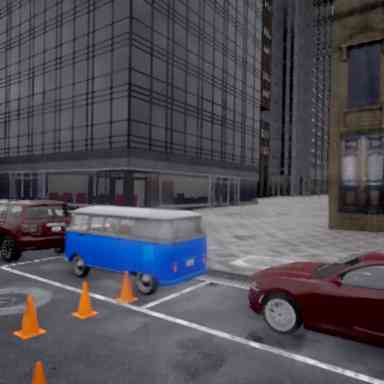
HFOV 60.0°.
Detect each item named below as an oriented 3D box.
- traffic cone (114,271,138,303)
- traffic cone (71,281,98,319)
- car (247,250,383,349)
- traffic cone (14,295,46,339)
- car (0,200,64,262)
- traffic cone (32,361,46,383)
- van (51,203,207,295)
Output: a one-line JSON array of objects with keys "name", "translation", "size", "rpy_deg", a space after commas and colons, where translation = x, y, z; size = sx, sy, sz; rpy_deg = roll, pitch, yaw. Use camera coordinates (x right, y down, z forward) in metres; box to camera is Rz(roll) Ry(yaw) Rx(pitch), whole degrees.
[{"name": "traffic cone", "translation": [-1.340, 1.907, 6.791], "size": [0.340, 0.580, 0.340], "rpy_deg": [1, 0, 36]}, {"name": "traffic cone", "translation": [-1.925, 1.903, 5.979], "size": [0.340, 0.580, 0.340], "rpy_deg": [1, 0, 36]}, {"name": "car", "translation": [3.037, 1.564, 5.028], "size": [4.507, 1.381, 1.887], "rpy_deg": [1, 1, 36]}, {"name": "traffic cone", "translation": [-2.510, 1.900, 5.168], "size": [0.340, 0.580, 0.340], "rpy_deg": [1, 0, 36]}, {"name": "car", "translation": [-6.125, 1.179, 11.629], "size": [5.009, 1.841, 2.192], "rpy_deg": [1, 1, 36]}, {"name": "traffic cone", "translation": [-1.471, 1.923, 3.188], "size": [0.340, 0.580, 0.340], "rpy_deg": [1, 0, 36]}, {"name": "van", "translation": [-1.543, 1.283, 8.327], "size": [3.998, 1.788, 1.690], "rpy_deg": [1, 1, 36]}]
